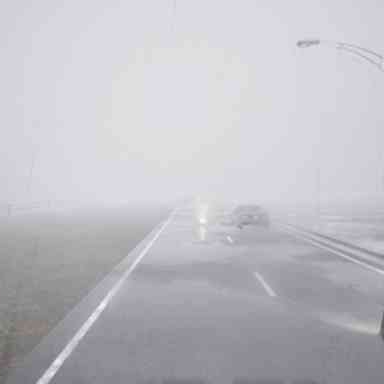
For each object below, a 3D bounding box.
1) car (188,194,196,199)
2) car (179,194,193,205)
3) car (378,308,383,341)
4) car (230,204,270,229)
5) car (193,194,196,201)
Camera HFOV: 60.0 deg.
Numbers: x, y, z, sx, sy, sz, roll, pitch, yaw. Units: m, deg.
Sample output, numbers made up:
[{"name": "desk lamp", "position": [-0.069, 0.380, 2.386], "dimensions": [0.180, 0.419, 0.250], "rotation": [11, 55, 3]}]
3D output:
[{"name": "car", "position": [-0.015, 1.184, 89.725], "dimensions": [2.128, 1.511, 4.902], "rotation": [0, 0, 0]}, {"name": "car", "position": [-1.234, 1.363, 54.819], "dimensions": [1.812, 1.442, 4.674], "rotation": [0, 0, 0]}, {"name": "car", "position": [3.597, 1.553, 2.943], "dimensions": [1.994, 1.385, 4.181], "rotation": [0, 0, 0]}, {"name": "car", "position": [3.597, 1.476, 21.243], "dimensions": [2.033, 1.411, 5.357], "rotation": [0, 0, 0]}, {"name": "car", "position": [-0.012, 1.285, 72.043], "dimensions": [1.895, 1.301, 4.718], "rotation": [0, 0, 0]}]
